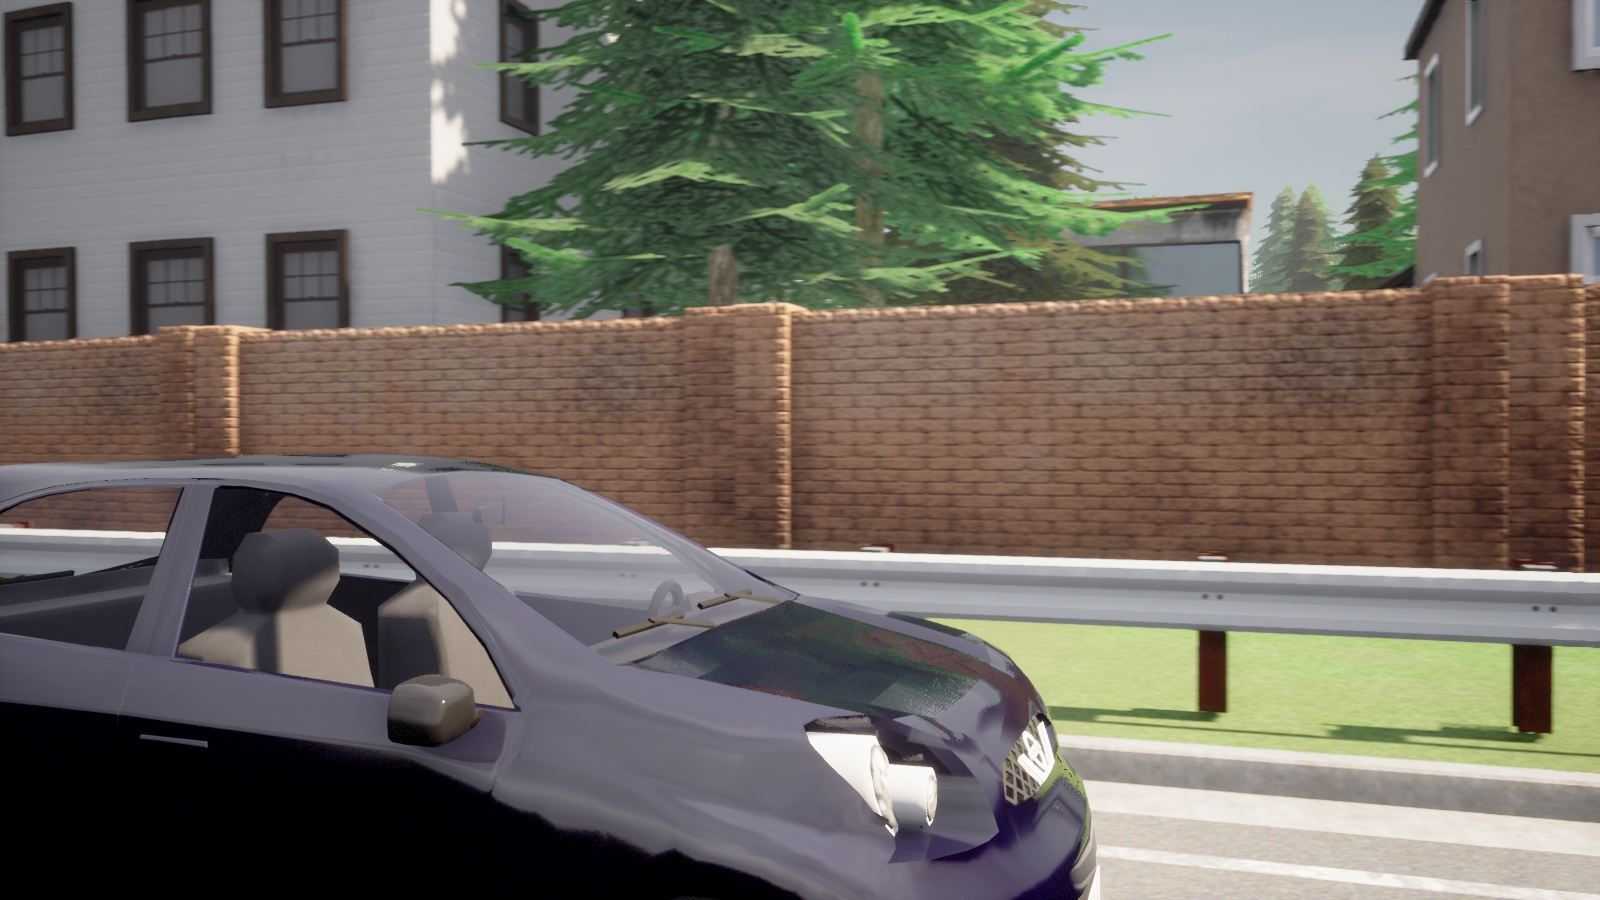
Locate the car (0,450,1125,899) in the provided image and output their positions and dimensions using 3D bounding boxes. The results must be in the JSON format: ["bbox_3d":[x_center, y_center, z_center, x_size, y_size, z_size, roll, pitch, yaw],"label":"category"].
[{"bbox_3d":[-1.031,0.780,3.540,3.633,1.501,1.845,1,1,19],"label":"car"}]
